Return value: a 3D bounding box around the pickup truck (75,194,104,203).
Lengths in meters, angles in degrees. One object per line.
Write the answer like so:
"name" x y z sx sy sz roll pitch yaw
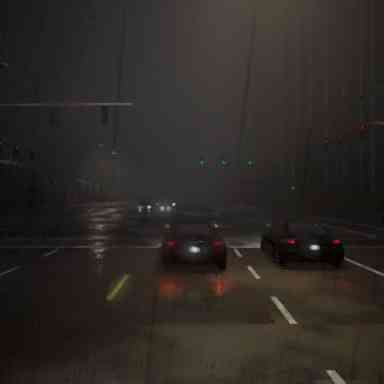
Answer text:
"pickup truck" -21.288 1.242 69.952 2.390 2.098 6.274 0 0 30

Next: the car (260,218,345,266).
"car" 3.651 1.594 11.684 1.994 1.385 4.181 0 0 2

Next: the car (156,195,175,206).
"car" -4.526 1.643 57.905 2.128 1.511 4.902 0 0 -1

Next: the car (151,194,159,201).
"car" -8.228 1.407 73.888 2.150 2.045 5.566 0 0 -1

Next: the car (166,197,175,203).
"car" -4.730 1.776 74.060 1.895 1.301 4.718 0 0 -1

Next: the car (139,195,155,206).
"car" -8.019 1.676 57.632 1.812 1.442 4.674 0 0 -1

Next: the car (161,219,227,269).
"car" 0.001 1.594 11.333 1.994 1.385 4.181 0 0 -2
